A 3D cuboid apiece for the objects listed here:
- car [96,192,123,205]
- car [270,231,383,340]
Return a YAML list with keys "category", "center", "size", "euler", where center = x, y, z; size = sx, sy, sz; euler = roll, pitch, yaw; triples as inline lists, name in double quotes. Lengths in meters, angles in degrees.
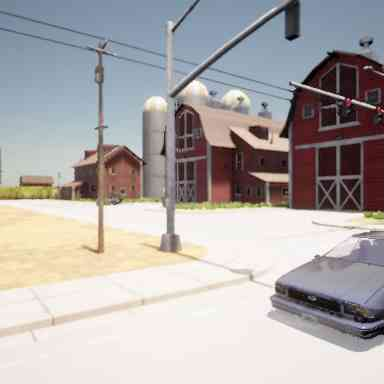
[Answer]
- category: "car"
  center: [-12.675, 1.055, 51.434]
  size: [3.866, 1.878, 1.905]
  euler: [-2, 5, 11]
- category: "car"
  center: [3.995, 1.550, 6.736]
  size: [5.357, 1.411, 2.033]
  euler: [-1, 1, -35]
